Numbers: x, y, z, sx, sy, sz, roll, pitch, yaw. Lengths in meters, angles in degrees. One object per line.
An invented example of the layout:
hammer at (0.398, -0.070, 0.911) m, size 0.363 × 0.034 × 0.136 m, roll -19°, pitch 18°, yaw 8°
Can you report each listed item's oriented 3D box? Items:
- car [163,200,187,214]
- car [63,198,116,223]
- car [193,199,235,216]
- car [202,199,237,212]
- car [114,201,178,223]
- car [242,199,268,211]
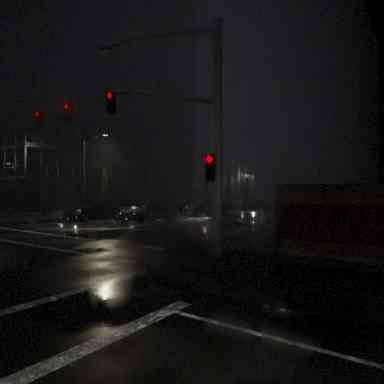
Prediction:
car at (-2.426, 1.560, 33.458) m, size 1.837 × 1.490 × 4.892 m, roll 0°, pitch 0°, yaw 36°
car at (-7.744, 1.407, 26.025) m, size 2.097 × 1.767 × 4.553 m, roll 0°, pitch 0°, yaw 36°
car at (2.037, 1.533, 33.678) m, size 1.882 × 1.535 × 5.008 m, roll 0°, pitch 0°, yaw 35°
car at (3.529, 1.603, 41.776) m, size 2.033 × 1.411 × 5.357 m, roll 0°, pitch 0°, yaw 35°
car at (-3.479, 1.656, 25.975) m, size 1.895 × 1.301 × 4.718 m, roll 0°, pitch 0°, yaw 36°
car at (8.008, 1.581, 41.997) m, size 1.812 × 1.442 × 4.674 m, roll 0°, pitch 0°, yaw 36°
